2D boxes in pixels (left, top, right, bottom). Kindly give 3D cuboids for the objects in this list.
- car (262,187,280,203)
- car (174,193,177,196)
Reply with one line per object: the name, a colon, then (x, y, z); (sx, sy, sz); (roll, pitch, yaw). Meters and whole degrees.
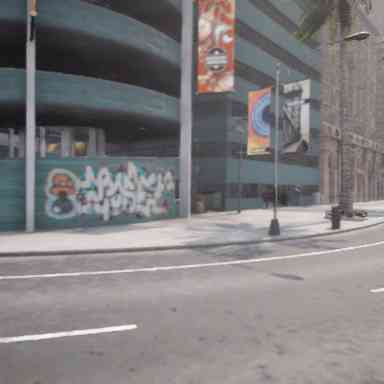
car: (9.385, 0.384, 43.535); (2.435, 2.045, 5.566); (2, 1, 43)
car: (-4.737, 0.408, 55.520); (1.895, 1.301, 4.718); (2, 1, 43)
